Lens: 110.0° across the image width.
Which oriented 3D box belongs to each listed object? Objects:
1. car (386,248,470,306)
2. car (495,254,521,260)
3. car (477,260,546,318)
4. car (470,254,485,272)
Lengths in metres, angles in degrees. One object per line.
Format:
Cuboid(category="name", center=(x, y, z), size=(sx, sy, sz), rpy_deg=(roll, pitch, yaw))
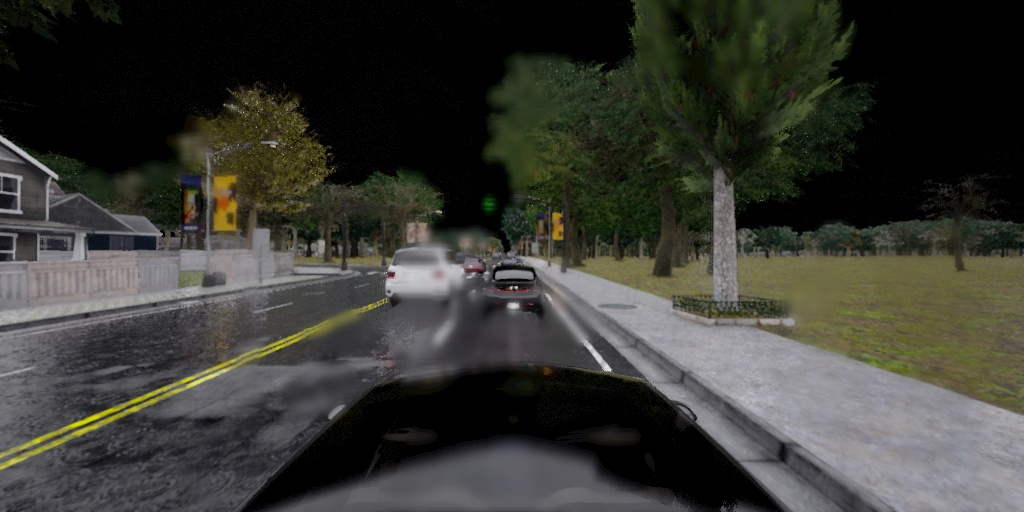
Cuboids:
Cuboid(category="car", center=(-3.203, 0.709, 14.275), size=(2.150, 2.045, 5.566), rpy_deg=(0, 1, 0))
Cuboid(category="car", center=(-0.003, 0.801, 26.633), size=(2.033, 1.411, 5.357), rpy_deg=(0, 1, 0))
Cuboid(category="car", center=(0.058, 1.040, 11.899), size=(1.837, 1.490, 4.892), rpy_deg=(0, 1, 0))
Cuboid(category="car", center=(-3.268, 0.752, 30.433), size=(1.994, 1.385, 4.181), rpy_deg=(0, 1, 0))
